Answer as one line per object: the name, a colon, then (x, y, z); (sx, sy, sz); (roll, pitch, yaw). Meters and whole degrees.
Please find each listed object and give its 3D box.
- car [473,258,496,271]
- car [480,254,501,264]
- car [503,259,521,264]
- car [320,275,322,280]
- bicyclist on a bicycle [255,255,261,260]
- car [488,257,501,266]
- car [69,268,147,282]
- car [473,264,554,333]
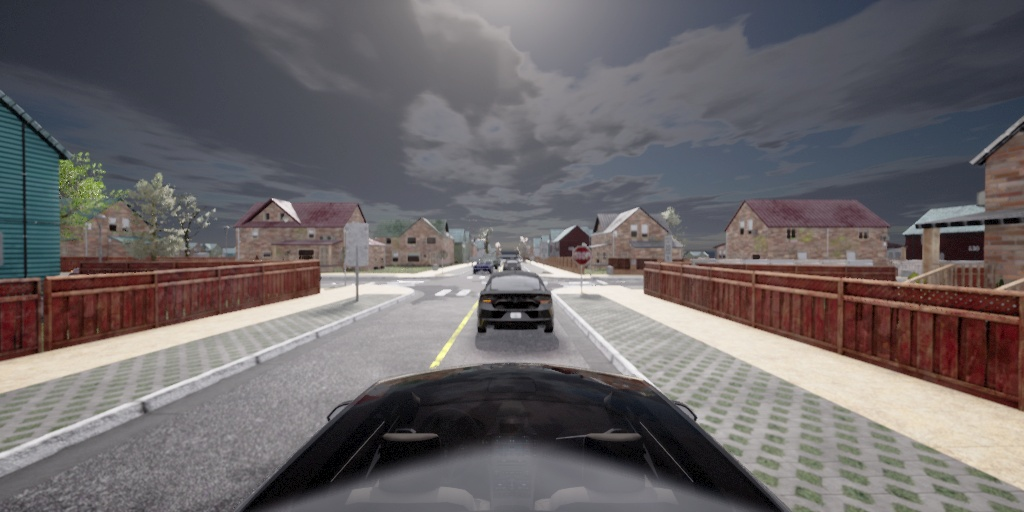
car: (-2.922, 1.125, 36.719); (1.895, 1.301, 4.718); (0, 0, 0)
car: (-2.943, 0.705, 47.616); (2.150, 2.045, 5.566); (0, 0, 0)
car: (0.020, 1.042, 38.504); (1.812, 1.442, 4.674); (0, 0, 0)
car: (-15.078, 1.083, 22.716); (5.357, 1.411, 2.033); (0, 1, 0)
bicyclist on a bicycle: (-20.213, 0.746, 28.547); (0.582, 1.620, 1.656); (0, 1, 0)
car: (-2.911, 0.952, 60.847); (1.837, 1.490, 4.892); (0, 0, 0)
car: (-25.071, 1.053, 22.665); (4.181, 1.385, 1.994); (0, 1, 0)
car: (0.082, 1.159, 10.486); (1.882, 1.535, 5.008); (0, 0, 0)
